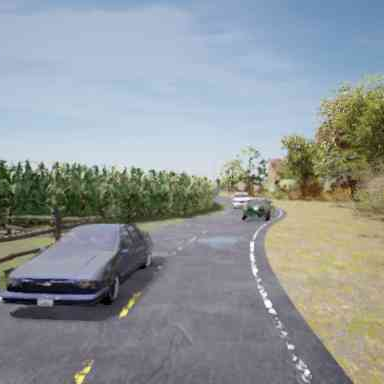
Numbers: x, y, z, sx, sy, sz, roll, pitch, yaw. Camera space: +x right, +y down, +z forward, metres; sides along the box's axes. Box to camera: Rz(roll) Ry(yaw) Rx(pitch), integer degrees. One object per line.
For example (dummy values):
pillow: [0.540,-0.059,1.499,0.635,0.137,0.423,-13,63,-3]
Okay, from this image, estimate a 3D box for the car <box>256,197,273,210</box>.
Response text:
car: [9.299,1.407,43.018,1.812,1.442,4.674,0,0,7]

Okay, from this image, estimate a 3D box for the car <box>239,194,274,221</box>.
car: [5.456,1.285,27.004,2.097,1.767,4.553,0,0,19]

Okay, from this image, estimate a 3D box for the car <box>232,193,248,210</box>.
car: [6.272,1.102,41.757,2.150,2.045,5.566,0,0,9]

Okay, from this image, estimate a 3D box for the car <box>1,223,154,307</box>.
car: [-2.286,1.520,8.392,2.033,1.411,5.357,0,0,5]
